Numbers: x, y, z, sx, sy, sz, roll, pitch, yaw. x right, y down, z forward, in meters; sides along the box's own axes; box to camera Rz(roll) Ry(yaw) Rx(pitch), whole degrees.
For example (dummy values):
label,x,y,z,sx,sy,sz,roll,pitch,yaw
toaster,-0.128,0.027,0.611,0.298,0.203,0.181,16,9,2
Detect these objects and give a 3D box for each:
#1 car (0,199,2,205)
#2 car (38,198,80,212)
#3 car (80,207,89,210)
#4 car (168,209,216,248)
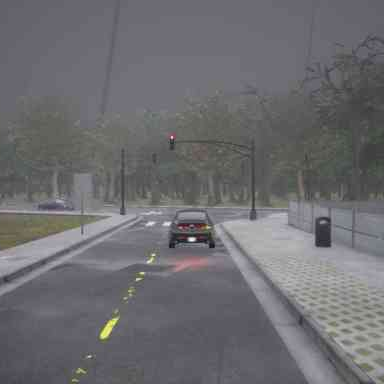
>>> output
label,x,y,z,sx,sy,sz,roll,pitch,yaw
car,-35.346,1.554,58.036,4.902,1.511,2.128,0,0,24
car,-15.873,1.531,38.857,4.674,1.442,1.812,0,0,23
car,-15.292,1.509,42.146,4.902,1.511,2.128,0,0,23
car,0.001,1.508,14.736,1.837,1.490,4.892,0,0,0
